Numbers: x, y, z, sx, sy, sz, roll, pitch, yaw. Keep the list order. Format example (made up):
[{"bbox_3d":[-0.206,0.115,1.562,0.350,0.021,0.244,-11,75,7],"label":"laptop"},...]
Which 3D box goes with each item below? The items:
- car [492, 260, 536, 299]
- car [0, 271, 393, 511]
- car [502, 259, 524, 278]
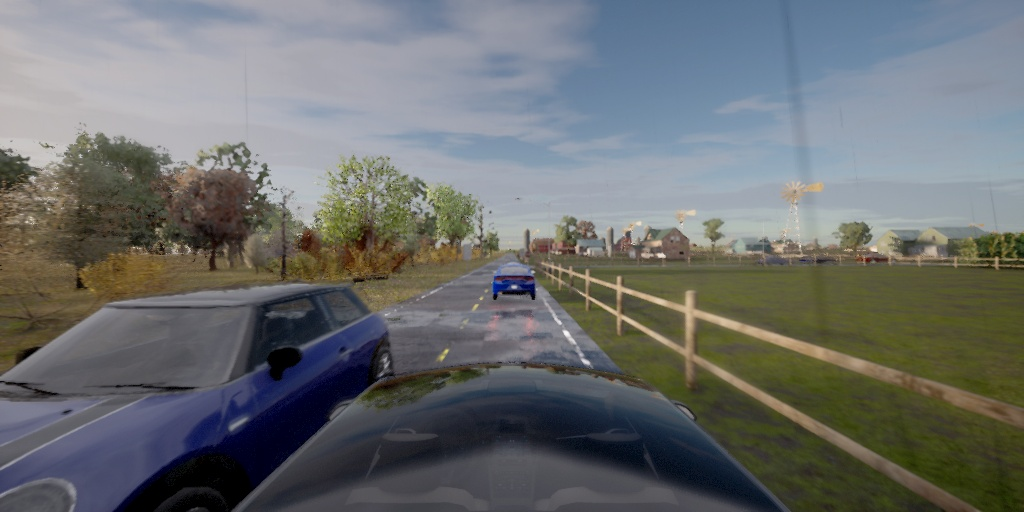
[{"bbox_3d":[0.098,1.126,17.233,1.882,1.535,5.008,0,0,0],"label":"car"},{"bbox_3d":[-2.749,1.093,3.232,2.097,1.767,4.553,0,0,0],"label":"car"},{"bbox_3d":[0.091,1.063,32.138,1.812,1.442,4.674,0,1,0],"label":"car"}]
